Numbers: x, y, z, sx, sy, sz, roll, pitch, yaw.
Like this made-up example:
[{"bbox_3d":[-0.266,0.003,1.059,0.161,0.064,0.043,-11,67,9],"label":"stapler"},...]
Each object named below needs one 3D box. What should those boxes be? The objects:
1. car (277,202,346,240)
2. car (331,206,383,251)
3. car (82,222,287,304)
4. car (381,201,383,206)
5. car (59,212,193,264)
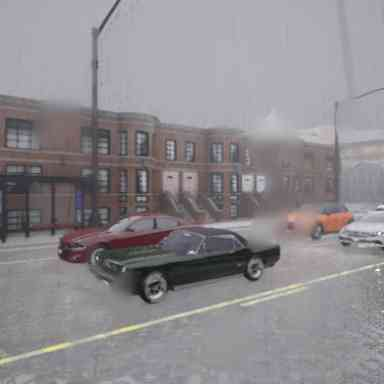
[{"bbox_3d":[6.429,1.354,17.168,4.553,1.767,2.097,0,0,-36],"label":"car"},{"bbox_3d":[8.143,1.528,14.085,4.674,1.442,1.812,0,0,-36],"label":"car"},{"bbox_3d":[-0.002,1.602,8.286,4.718,1.301,1.895,0,0,-36],"label":"car"},{"bbox_3d":[15.028,1.225,23.292,5.566,2.045,2.150,0,0,-36],"label":"car"},{"bbox_3d":[-1.851,1.479,11.268,5.008,1.535,1.882,0,0,-36],"label":"car"}]
